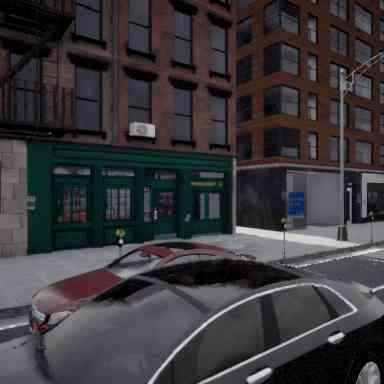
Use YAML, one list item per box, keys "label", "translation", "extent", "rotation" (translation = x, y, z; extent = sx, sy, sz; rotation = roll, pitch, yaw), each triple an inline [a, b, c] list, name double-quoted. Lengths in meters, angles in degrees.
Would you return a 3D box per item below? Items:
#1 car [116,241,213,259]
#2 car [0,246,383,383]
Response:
- label: "car"
  translation: [-0.520, 1.582, 5.824]
  extent: [4.206, 1.307, 1.802]
  rotation: [0, 0, -36]
- label: "car"
  translation: [0.016, 1.505, 3.084]
  extent: [4.892, 1.490, 1.837]
  rotation: [0, 0, -36]
